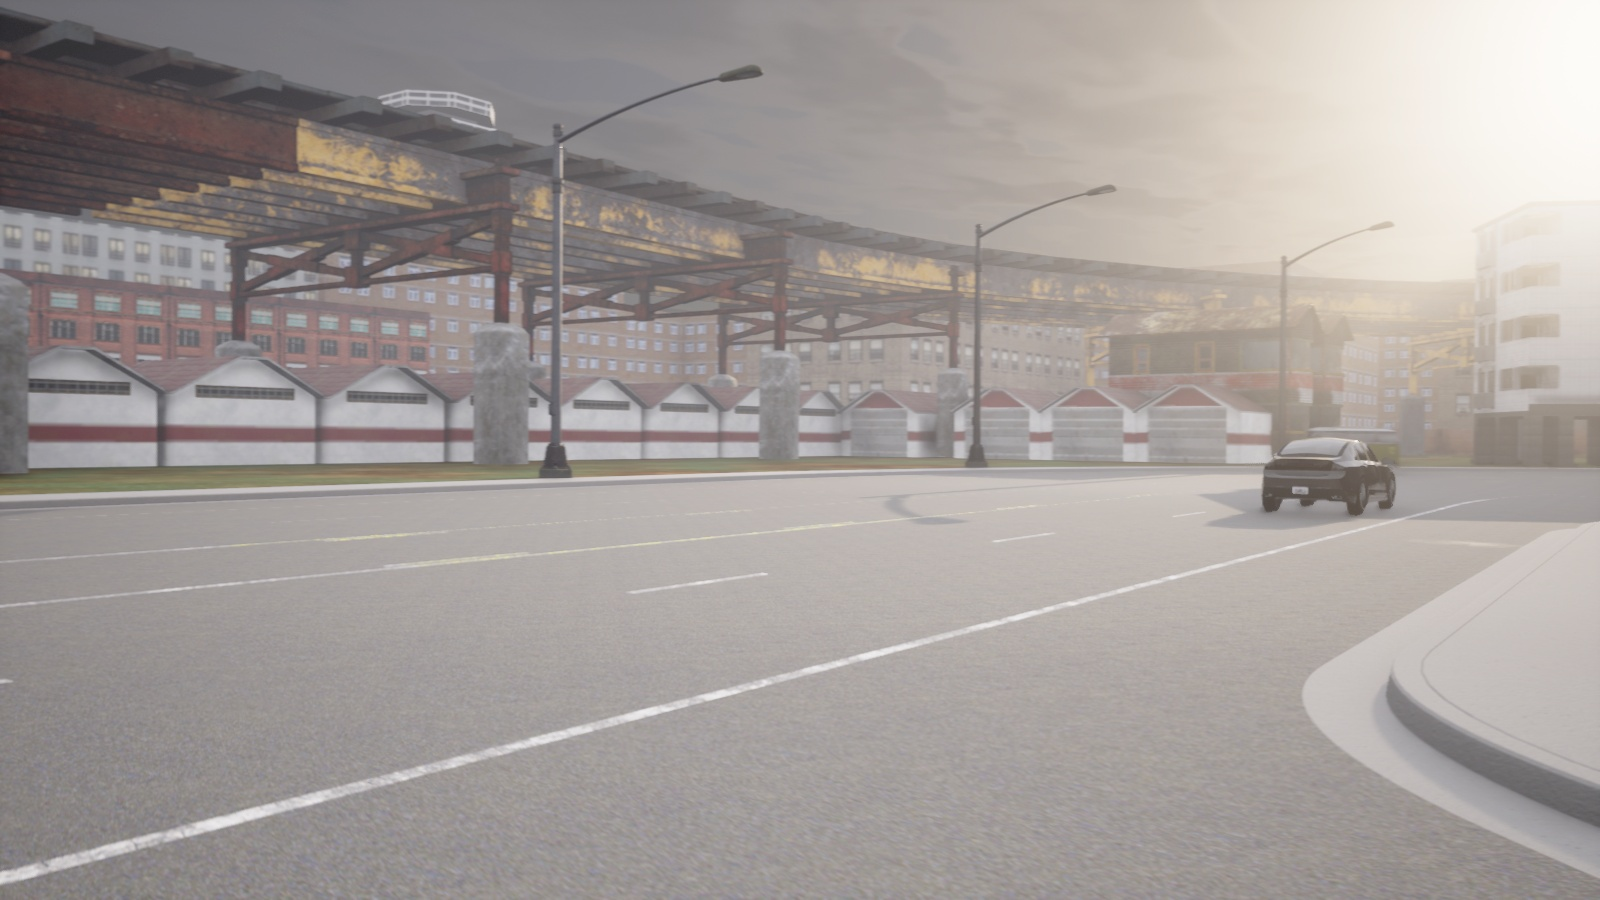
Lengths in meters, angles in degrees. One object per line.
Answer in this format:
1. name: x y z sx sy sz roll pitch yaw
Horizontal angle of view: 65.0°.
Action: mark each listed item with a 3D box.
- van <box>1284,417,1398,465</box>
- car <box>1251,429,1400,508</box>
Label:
1. van: 23.200 -0.384 53.823 4.442 1.987 1.775 -1 0 -19
2. car: 11.056 0.315 26.214 1.837 1.490 4.892 0 1 35
